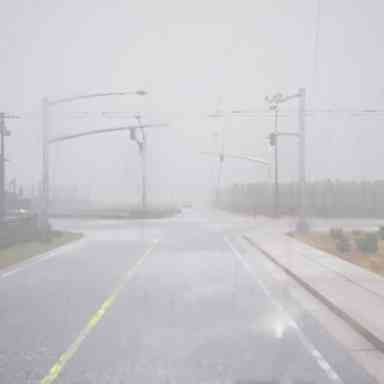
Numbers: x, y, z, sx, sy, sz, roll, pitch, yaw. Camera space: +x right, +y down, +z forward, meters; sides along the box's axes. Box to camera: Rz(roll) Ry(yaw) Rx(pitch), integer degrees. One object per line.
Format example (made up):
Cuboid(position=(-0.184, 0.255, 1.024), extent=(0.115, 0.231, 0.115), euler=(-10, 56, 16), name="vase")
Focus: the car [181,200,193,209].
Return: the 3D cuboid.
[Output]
Cuboid(position=(-0.886, 2.078, 56.192), extent=(2.033, 1.411, 5.357), euler=(0, 0, -3), name="car")
